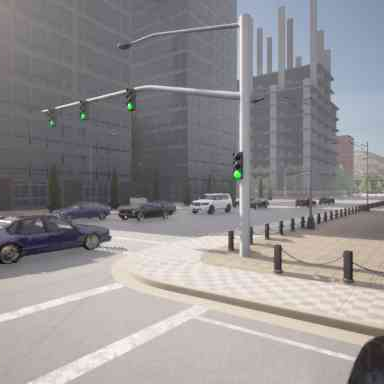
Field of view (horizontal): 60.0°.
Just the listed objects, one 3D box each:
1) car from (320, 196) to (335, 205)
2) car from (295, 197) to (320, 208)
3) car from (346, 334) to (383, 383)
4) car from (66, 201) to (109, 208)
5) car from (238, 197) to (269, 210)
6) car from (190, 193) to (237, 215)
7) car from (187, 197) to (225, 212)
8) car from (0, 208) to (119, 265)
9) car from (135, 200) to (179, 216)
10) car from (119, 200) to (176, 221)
[{"bbox_3d":[23.341,1.449,57.480,1.837,1.490,4.892,0,0,36],"label":"car"},{"bbox_3d":[16.474,1.422,47.936,1.882,1.535,5.008,0,0,36],"label":"car"},{"bbox_3d":[3.036,1.564,1.803,4.181,1.385,1.994,0,0,36],"label":"car"},{"bbox_3d":[-8.468,1.470,25.645,1.812,1.442,4.674,0,0,38],"label":"car"},{"bbox_3d":[8.210,1.422,42.772,1.882,1.535,5.008,0,0,36],"label":"car"},{"bbox_3d":[2.109,1.166,34.319,2.150,2.045,5.566,0,0,36],"label":"car"},{"bbox_3d":[1.751,1.436,39.809,2.128,1.511,4.902,0,0,36],"label":"car"},{"bbox_3d":[-5.400,1.495,11.586,2.033,1.411,5.357,0,0,36],"label":"car"},{"bbox_3d":[-3.389,1.508,32.682,1.994,1.385,4.181,0,0,36],"label":"car"},{"bbox_3d":[-3.599,1.545,26.404,1.895,1.301,4.718,0,0,36],"label":"car"}]
